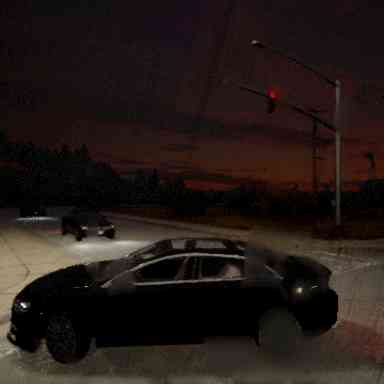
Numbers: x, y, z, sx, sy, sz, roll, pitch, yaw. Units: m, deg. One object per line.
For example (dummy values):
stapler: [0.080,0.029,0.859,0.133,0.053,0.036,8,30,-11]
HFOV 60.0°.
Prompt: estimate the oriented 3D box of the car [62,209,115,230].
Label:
car: [-5.658,1.674,17.814,1.812,1.442,4.674,0,0,-34]

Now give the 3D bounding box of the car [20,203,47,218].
car: [-15.882,1.803,33.192,1.994,1.385,4.181,0,-1,-33]

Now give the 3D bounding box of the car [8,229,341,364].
car: [-0.232,1.536,5.331,4.902,1.511,2.128,0,1,-3]
